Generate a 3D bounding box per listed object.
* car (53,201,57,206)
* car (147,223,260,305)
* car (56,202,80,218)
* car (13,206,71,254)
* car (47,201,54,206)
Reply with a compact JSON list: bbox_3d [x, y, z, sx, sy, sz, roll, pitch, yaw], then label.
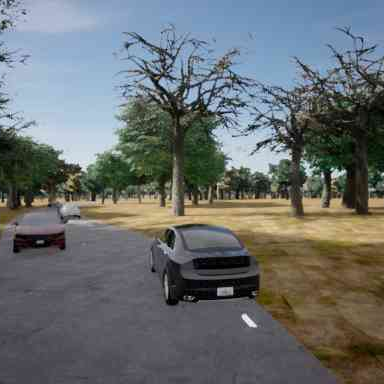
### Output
[{"bbox_3d":[-16.781,2.095,43.848,2.128,1.511,4.902,0,-1,-23],"label":"car"},{"bbox_3d":[0.055,1.539,8.273,1.837,1.490,4.892,0,0,-13],"label":"car"},{"bbox_3d":[-12.705,1.970,34.430,1.812,1.442,4.674,0,-1,-26],"label":"car"},{"bbox_3d":[-6.547,1.599,14.450,1.882,1.535,5.008,0,-1,-24],"label":"car"},{"bbox_3d":[-28.742,2.549,69.121,2.033,1.411,5.357,0,-1,-15],"label":"car"}]
